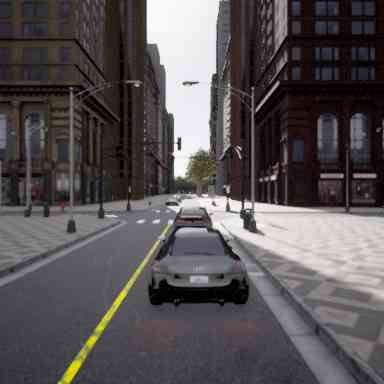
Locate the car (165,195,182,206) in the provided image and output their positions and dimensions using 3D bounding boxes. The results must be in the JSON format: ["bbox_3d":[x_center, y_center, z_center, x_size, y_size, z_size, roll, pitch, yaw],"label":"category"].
[{"bbox_3d":[-3.103,1.425,52.105,2.033,1.411,5.357,0,0,0],"label":"car"}]

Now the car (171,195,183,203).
[{"bbox_3d":[-3.037,1.355,67.986,2.128,1.511,4.902,0,0,0],"label":"car"}]

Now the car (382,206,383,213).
[{"bbox_3d":[21.121,1.343,32.393,4.553,1.767,2.097,0,0,0],"label":"car"}]

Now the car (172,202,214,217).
[{"bbox_3d":[0.055,1.464,16.943,1.837,1.490,4.892,0,0,0],"label":"car"}]

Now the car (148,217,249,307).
[{"bbox_3d":[0.105,1.544,8.021,1.994,1.385,4.181,0,0,-1],"label":"car"}]
